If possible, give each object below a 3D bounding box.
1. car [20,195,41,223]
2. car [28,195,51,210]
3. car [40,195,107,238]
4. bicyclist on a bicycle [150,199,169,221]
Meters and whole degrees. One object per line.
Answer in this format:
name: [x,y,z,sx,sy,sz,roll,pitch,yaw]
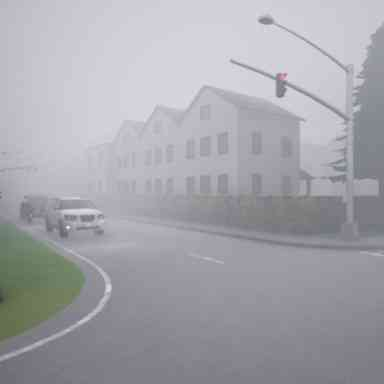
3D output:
car: [-12.643,1.320,27.358,2.150,2.045,5.566,0,0,-34]
car: [-21.398,1.394,46.496,2.150,2.045,5.566,0,0,-34]
car: [-6.661,1.288,18.655,2.150,2.045,5.566,0,0,-35]
bicyclist on a bicycle: [-2.500,1.402,25.800,1.656,1.620,0.582,0,0,-35]
